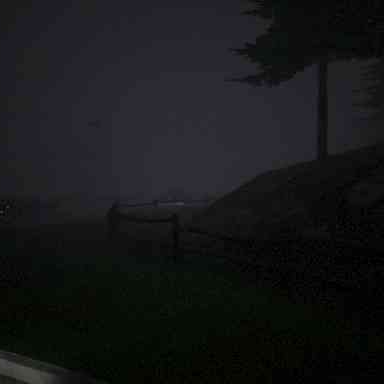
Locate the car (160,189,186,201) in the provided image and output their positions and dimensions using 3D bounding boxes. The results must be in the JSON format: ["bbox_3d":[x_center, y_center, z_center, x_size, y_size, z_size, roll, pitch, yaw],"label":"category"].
[{"bbox_3d":[-2.878,0.579,53.799,2.150,2.045,5.566,0,0,32],"label":"car"}]

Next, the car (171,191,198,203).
[{"bbox_3d":[-0.780,0.916,50.540,1.812,1.442,4.674,0,1,32],"label":"car"}]

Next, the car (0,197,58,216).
[{"bbox_3d":[-14.097,1.267,28.634,1.895,1.301,4.718,0,1,31],"label":"car"}]
